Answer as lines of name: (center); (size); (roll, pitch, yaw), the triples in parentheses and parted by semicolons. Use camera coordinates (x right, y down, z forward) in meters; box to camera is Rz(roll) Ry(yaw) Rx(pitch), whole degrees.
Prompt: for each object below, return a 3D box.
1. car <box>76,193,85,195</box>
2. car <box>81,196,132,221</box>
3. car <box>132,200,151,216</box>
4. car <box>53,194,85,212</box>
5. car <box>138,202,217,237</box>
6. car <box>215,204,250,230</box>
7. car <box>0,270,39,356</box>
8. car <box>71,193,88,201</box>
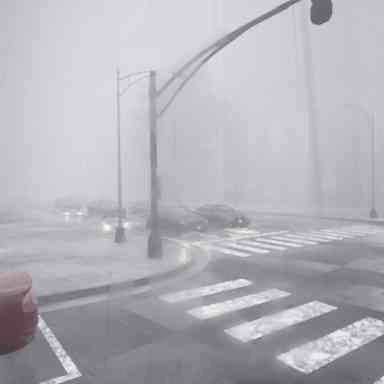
car: (-15.637, 1.010, 44.495); (2.097, 1.767, 4.553); (-1, 1, -35)
car: (-6.948, 1.341, 26.670); (1.882, 1.535, 5.008); (-1, 1, -35)
car: (-3.795, 1.386, 27.858); (1.994, 1.385, 4.181); (-1, 1, -35)
car: (-13.588, 1.318, 35.978); (2.033, 1.411, 5.357); (-1, 1, -36)
car: (-0.944, 1.474, 18.174); (1.812, 1.442, 4.674); (-1, 1, -34)
car: (1.559, 1.461, 20.358); (1.994, 1.385, 4.181); (-1, 1, -36)
car: (-4.179, 1.546, 3.677); (4.507, 1.381, 1.887); (0, -1, -36)
car: (-21.926, 0.927, 64.756); (1.812, 1.442, 4.674); (-1, 1, -36)
